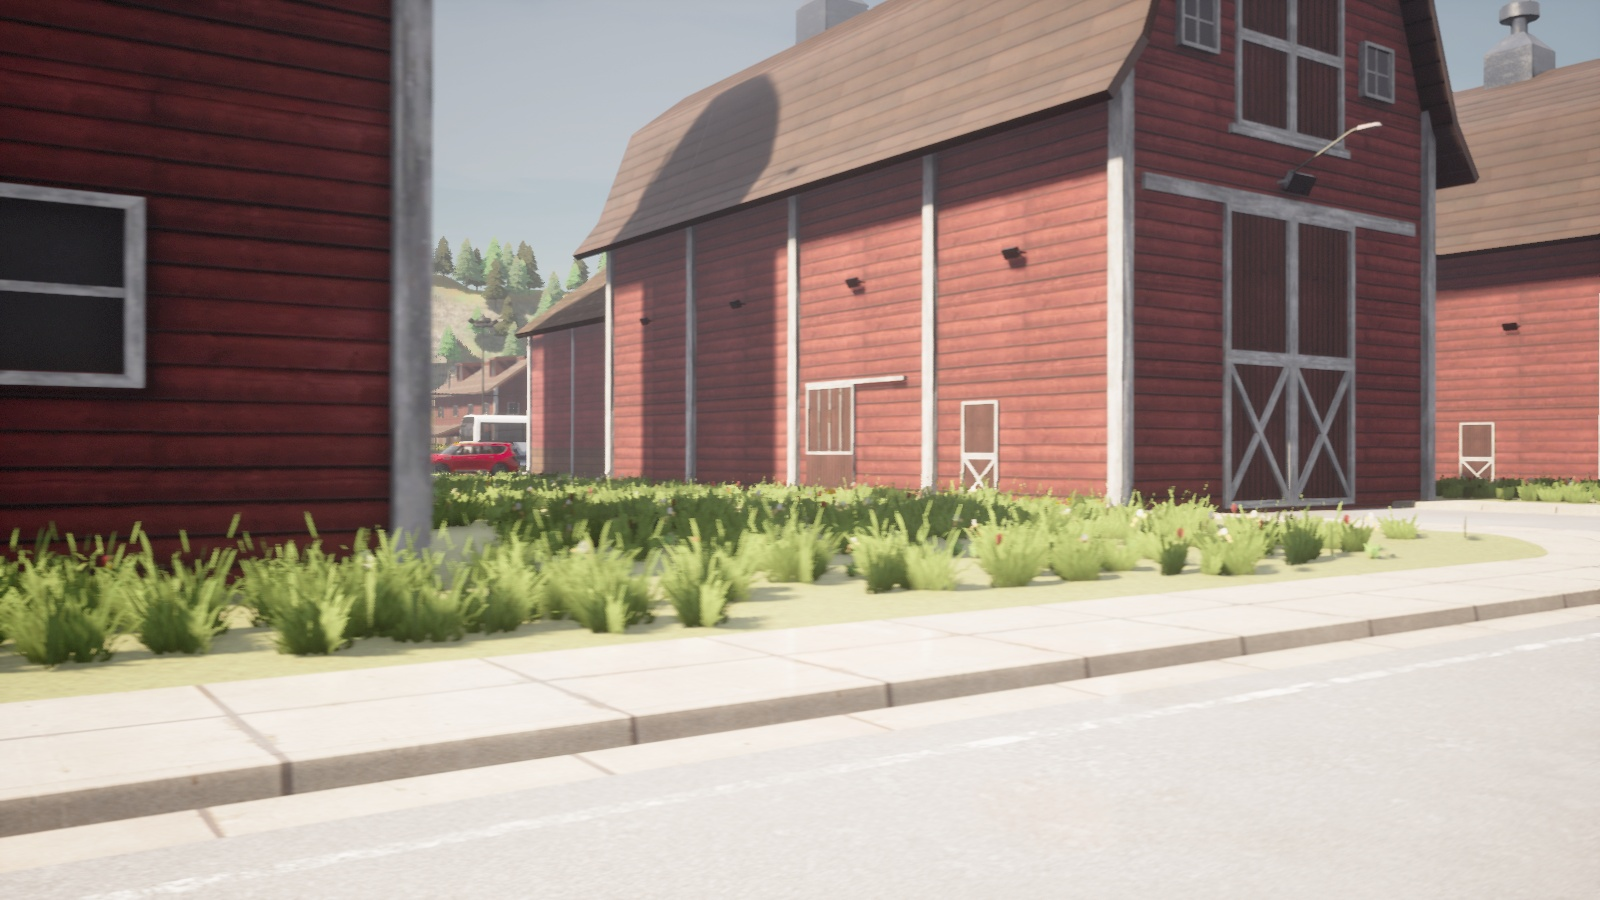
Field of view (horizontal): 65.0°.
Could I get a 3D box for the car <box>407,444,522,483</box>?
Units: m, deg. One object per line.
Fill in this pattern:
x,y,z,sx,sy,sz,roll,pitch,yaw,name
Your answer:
-18.065,0.695,67.734,5.566,2.045,2.150,0,0,-35,car

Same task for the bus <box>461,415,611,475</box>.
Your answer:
-19.671,-0.333,93.869,10.273,4.253,3.944,0,0,-35,bus
